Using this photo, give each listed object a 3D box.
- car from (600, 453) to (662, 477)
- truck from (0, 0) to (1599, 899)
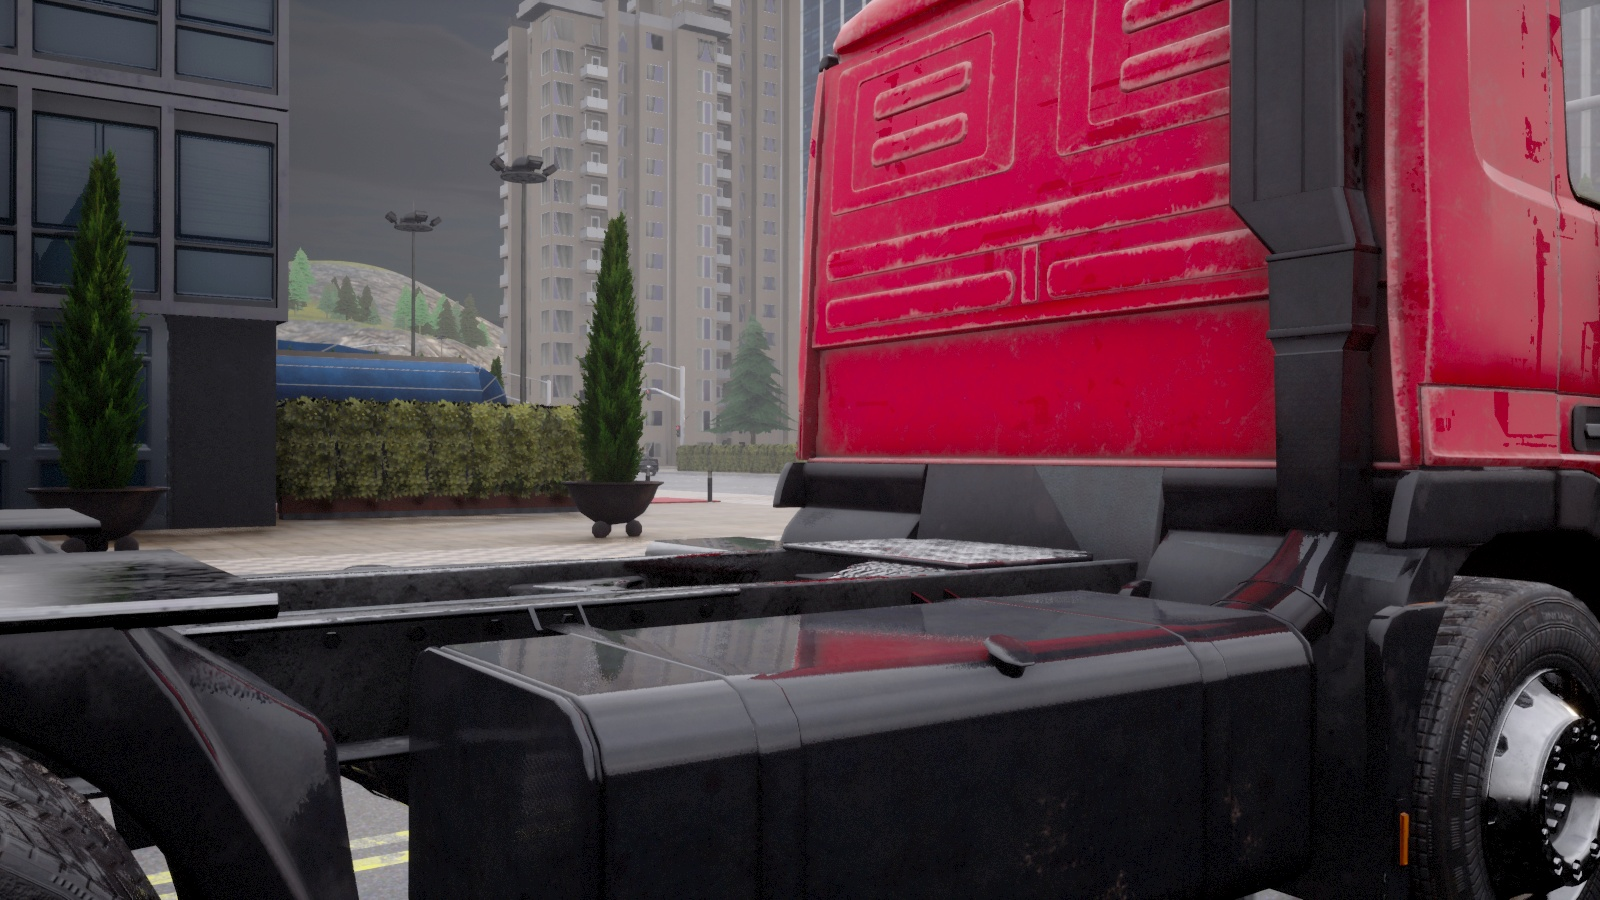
[{"bbox_3d":[-10.939,0.944,81.072,1.882,1.535,5.008,0,0,-35],"label":"car"},{"bbox_3d":[-0.663,-0.228,3.201,7.936,3.462,2.891,0,0,-35],"label":"truck"}]
